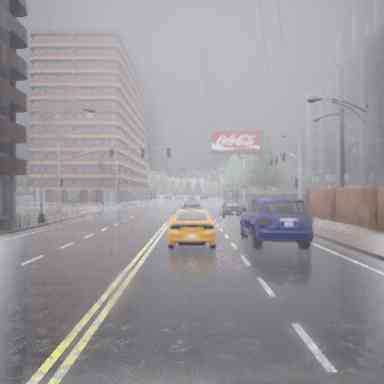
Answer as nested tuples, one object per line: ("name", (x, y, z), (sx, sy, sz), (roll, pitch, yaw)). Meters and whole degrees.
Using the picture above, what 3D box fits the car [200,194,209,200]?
("car", (3.500, 1.230, 92.099), (2.097, 1.767, 4.553), (0, 0, 0))

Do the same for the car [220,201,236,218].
("car", (3.500, 1.531, 29.650), (1.812, 1.442, 4.674), (0, 0, 0))

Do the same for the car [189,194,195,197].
("car", (0.000, 1.388, 91.823), (2.128, 1.511, 4.902), (0, 0, 0))

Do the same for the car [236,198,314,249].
("car", (3.500, 1.256, 14.680), (2.150, 2.045, 5.566), (0, 0, 0))

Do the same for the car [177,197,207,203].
("car", (0.000, 1.493, 29.650), (2.128, 1.511, 4.902), (0, 0, 0))

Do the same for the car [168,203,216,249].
("car", (0.000, 1.483, 14.650), (1.882, 1.535, 5.008), (0, 0, 0))
